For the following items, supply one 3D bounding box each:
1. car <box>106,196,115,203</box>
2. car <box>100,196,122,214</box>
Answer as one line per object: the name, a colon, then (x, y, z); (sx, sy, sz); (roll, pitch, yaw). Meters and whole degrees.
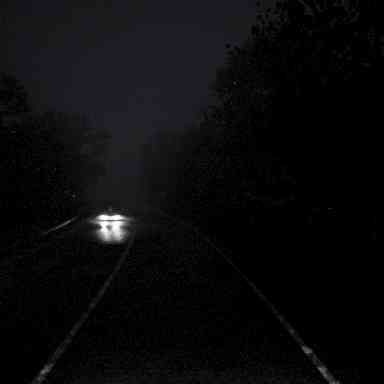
car: (-17.818, 1.602, 72.803); (1.837, 1.490, 4.892); (1, -3, -14)
car: (-8.155, 1.395, 33.388); (2.128, 1.511, 4.902); (1, 0, -14)
